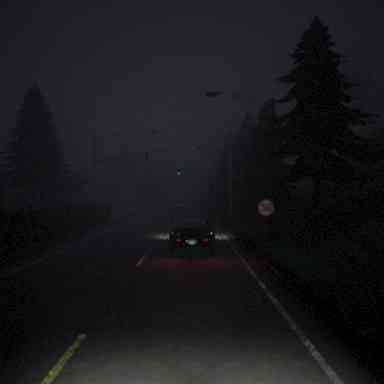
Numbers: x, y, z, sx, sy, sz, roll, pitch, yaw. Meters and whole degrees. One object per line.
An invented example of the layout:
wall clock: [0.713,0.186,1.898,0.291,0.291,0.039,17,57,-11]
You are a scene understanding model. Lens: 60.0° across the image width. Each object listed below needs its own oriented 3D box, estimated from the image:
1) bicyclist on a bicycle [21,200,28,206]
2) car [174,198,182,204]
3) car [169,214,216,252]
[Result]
bicyclist on a bicycle: [-23.113,1.893,45.919,0.582,1.620,1.656,0,0,7]
car: [-3.459,2.322,84.070,2.128,1.511,4.902,0,-1,0]
car: [0.014,1.663,14.378,1.812,1.442,4.674,0,0,0]
